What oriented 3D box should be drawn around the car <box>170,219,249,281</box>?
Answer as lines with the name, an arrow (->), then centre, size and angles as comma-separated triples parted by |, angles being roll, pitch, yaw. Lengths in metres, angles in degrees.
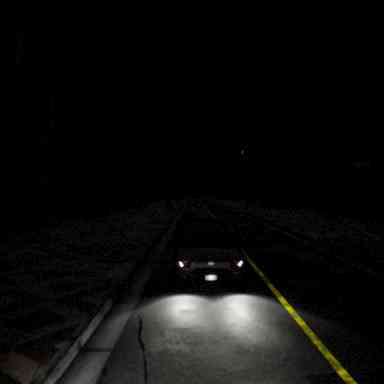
car -> 0.380, 1.546, 10.161 | 2.033, 1.411, 5.357 | 0, 0, -1
